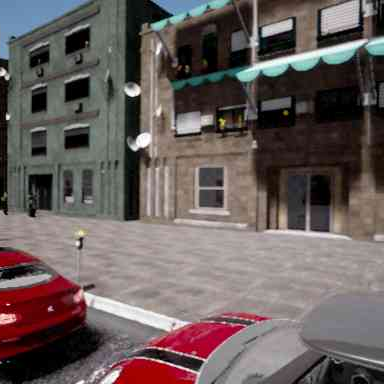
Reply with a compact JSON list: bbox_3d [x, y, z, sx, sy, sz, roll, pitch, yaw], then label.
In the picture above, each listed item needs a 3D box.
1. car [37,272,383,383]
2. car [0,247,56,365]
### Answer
[{"bbox_3d":[1.111,1.439,2.077,4.097,1.590,1.967,0,1,36],"label":"car"},{"bbox_3d":[-3.405,1.555,5.302,4.206,1.307,1.802,0,1,36],"label":"car"}]
